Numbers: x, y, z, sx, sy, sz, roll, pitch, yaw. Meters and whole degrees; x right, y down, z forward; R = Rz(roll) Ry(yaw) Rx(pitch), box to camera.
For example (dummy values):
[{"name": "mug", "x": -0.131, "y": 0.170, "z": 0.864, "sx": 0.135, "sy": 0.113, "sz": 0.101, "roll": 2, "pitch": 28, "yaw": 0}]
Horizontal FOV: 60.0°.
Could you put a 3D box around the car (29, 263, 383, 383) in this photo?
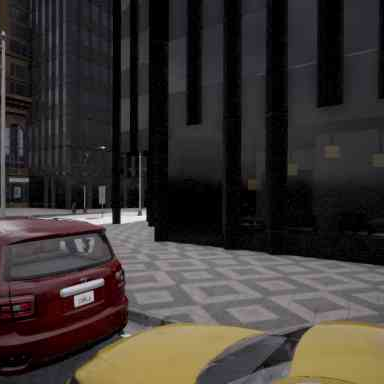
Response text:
[{"name": "car", "x": 1.092, "y": 1.525, "z": 2.180, "sx": 4.829, "sy": 1.417, "sz": 1.752, "roll": 0, "pitch": 0, "yaw": 35}]

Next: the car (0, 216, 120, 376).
[{"name": "car", "x": -3.189, "y": 1.314, "z": 5.228, "sx": 5.009, "sy": 1.841, "sz": 2.192, "roll": 0, "pitch": 0, "yaw": 35}]
